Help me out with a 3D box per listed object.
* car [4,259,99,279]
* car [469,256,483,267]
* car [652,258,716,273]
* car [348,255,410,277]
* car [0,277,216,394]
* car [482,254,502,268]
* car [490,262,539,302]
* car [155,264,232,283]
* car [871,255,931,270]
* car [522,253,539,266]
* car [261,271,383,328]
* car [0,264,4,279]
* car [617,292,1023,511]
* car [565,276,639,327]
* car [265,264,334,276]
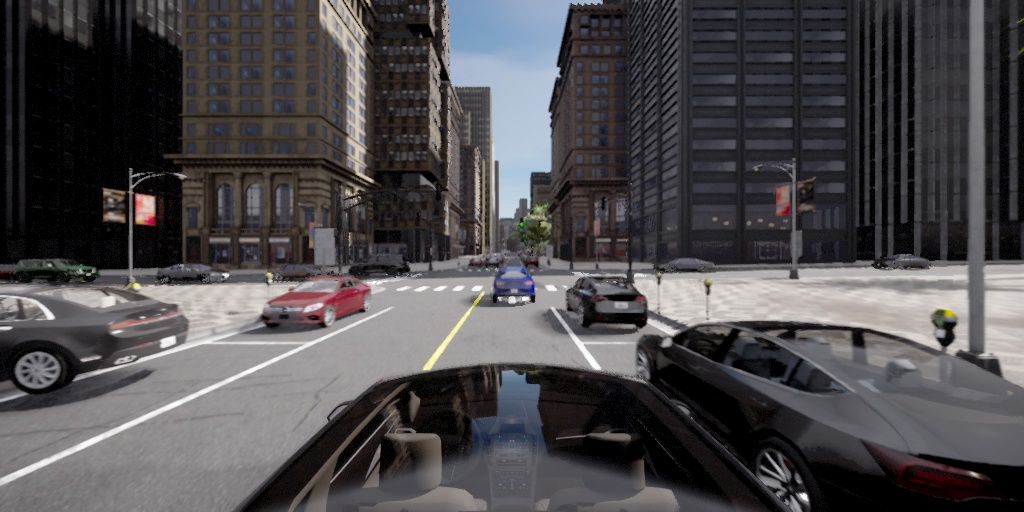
[{"bbox_3d":[-39.086,1.271,30.788,5.566,2.045,2.150,-1,0,0],"label":"car"},{"bbox_3d":[-5.493,0.947,54.530,1.888,1.381,4.507,0,0,0],"label":"car"},{"bbox_3d":[16.287,0.880,34.050,5.357,1.411,2.033,-1,0,0],"label":"car"},{"bbox_3d":[-12.718,0.949,34.432,5.566,2.045,2.150,-1,-1,0],"label":"car"},{"bbox_3d":[-7.490,1.122,5.243,4.403,1.370,2.007,0,0,-9],"label":"car"},{"bbox_3d":[-2.809,0.901,51.991,1.882,1.535,5.008,0,1,1],"label":"car"},{"bbox_3d":[0.054,1.200,16.369,1.812,1.442,4.674,0,0,-1],"label":"car"},{"bbox_3d":[-24.316,1.374,27.481,4.902,1.511,2.128,-1,0,0],"label":"car"},{"bbox_3d":[36.765,0.583,33.972,4.181,1.385,1.994,-1,0,0],"label":"car"},{"bbox_3d":[3.032,0.716,54.475,2.192,1.841,5.009,0,0,0],"label":"car"},{"bbox_3d":[-5.760,1.286,11.162,1.802,1.307,4.207,0,0,0],"label":"car"},{"bbox_3d":[-47.857,1.495,34.207,4.553,1.767,2.097,-1,0,1],"label":"car"},{"bbox_3d":[2.763,1.306,3.789,1.948,1.339,4.313,0,0,0],"label":"car"},{"bbox_3d":[2.765,1.269,11.155,1.948,1.339,4.313,0,0,0],"label":"car"},{"bbox_3d":[-18.067,1.352,30.746,5.357,1.411,2.033,-1,0,3],"label":"car"}]
